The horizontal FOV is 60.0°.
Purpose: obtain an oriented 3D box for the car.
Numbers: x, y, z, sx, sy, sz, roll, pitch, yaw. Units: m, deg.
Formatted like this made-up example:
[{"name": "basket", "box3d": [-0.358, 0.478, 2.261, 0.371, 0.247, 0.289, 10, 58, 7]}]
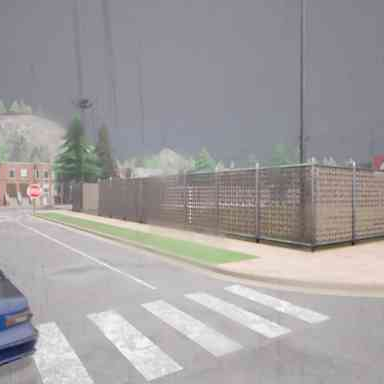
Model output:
[{"name": "car", "box3d": [-4.181, 1.537, 5.349, 2.033, 1.411, 5.357, 0, 0, -43]}]
